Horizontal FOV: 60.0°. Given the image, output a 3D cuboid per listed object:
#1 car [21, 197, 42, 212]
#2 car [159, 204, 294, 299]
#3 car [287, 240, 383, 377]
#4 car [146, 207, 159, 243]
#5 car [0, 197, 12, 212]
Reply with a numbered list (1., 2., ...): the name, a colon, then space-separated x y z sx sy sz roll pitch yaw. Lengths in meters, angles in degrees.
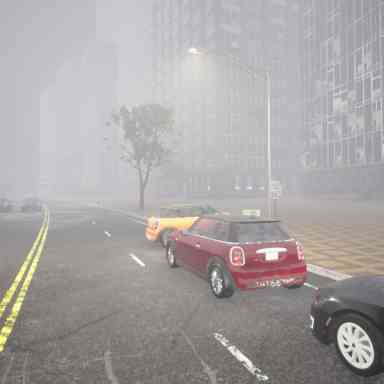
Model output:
1. car: -18.935 1.393 39.370 2.097 1.767 4.553 0 0 -24
2. car: 0.856 1.355 8.879 2.097 1.767 4.553 0 0 -22
3. car: 3.605 1.505 3.415 1.837 1.490 4.892 0 0 -36
4. car: 0.324 1.276 14.506 4.553 1.767 2.097 -3 1 -18
5. car: -21.901 1.391 38.040 2.097 1.767 4.553 0 0 -24
